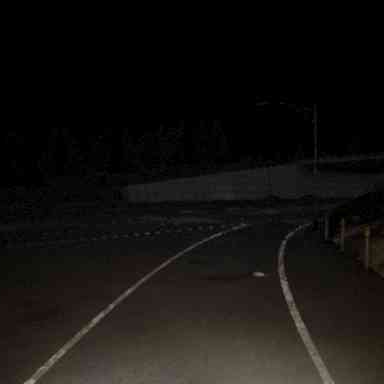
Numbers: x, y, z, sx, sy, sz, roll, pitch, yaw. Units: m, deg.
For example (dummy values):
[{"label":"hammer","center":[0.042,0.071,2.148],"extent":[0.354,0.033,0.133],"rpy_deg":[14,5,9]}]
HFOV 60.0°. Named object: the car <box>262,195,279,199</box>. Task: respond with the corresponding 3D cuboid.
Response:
[{"label":"car","center":[18.499,1.454,78.169],"extent":[5.008,1.535,1.882],"rpy_deg":[0,0,-40]}]
